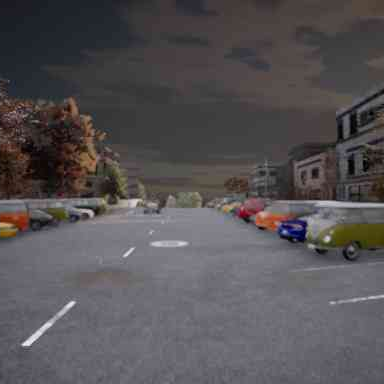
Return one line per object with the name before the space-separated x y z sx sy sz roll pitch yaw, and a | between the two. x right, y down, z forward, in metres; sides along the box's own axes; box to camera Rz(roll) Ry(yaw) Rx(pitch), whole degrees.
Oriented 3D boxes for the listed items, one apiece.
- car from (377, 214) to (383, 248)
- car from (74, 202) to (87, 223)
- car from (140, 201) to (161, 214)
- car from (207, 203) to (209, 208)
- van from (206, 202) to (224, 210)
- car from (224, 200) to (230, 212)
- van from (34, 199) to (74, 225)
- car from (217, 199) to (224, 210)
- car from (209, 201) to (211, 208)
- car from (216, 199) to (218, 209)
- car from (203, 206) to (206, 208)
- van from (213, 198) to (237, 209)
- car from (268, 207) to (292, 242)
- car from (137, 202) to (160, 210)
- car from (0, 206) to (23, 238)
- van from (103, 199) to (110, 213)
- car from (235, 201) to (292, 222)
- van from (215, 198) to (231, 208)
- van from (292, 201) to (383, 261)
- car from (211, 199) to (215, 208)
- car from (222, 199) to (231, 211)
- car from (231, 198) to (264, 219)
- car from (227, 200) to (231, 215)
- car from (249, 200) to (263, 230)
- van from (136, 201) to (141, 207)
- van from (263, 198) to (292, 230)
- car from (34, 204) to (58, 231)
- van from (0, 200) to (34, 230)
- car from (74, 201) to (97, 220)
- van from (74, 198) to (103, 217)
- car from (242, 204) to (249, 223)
car | 6.454 1.431 6.747 4.553 1.767 2.185 1 0 -20
car | -11.377 1.838 27.376 4.674 1.452 2.002 -1 -1 -20
car | -4.968 2.054 42.253 1.812 1.442 4.674 0 -1 0
car | 6.540 2.735 71.304 5.366 1.575 1.946 2 -3 -20
van | 6.275 4.008 91.749 4.442 1.987 1.878 3 -6 -21
car | 6.413 1.951 36.064 4.792 1.488 2.163 1 -1 -20
van | -11.273 1.533 24.479 4.442 1.987 1.878 -1 -1 -20
car | 6.628 2.054 44.930 5.366 1.575 1.946 1 -1 -20
car | 6.418 1.981 56.599 5.566 2.045 2.435 1 -1 -20
car | 6.480 2.128 47.812 4.792 1.488 2.163 1 -1 -20
car | 6.204 4.016 88.760 4.674 1.452 2.002 3 -5 -21
van | 6.515 2.250 65.441 4.442 1.987 1.878 2 -3 -20
car | 6.423 1.652 15.540 5.008 1.535 2.097 1 -1 -20
car | -11.588 3.694 88.048 5.566 2.045 2.435 1 -5 -21
car | -11.211 1.646 15.664 5.366 1.575 1.946 -1 -1 -20
van | -11.262 1.696 36.254 4.442 1.987 1.878 0 -1 -20
car | 6.476 1.712 30.209 4.553 1.767 2.185 1 -1 -20
van | 6.345 1.914 50.693 4.442 1.987 1.878 1 -1 -20
van | 6.322 1.391 12.564 4.442 1.987 1.878 1 0 -20
car | 6.273 2.180 53.604 5.366 1.575 1.946 1 -1 -20
car | 6.622 1.966 39.069 5.366 1.575 1.946 1 -1 -20
car | 6.468 1.548 27.288 5.566 2.045 2.435 1 -1 -20
car | 6.436 1.881 33.139 4.892 1.521 2.231 1 -1 -20
car | 6.406 1.596 21.400 4.553 1.767 2.185 1 -1 -20
van | -11.430 3.228 82.103 4.442 1.987 1.878 1 -4 -21
van | 6.542 1.463 18.519 4.442 1.987 1.878 1 -1 -20
car | -11.376 1.761 21.483 4.674 1.452 2.002 -1 0 -20
van | -11.494 1.461 18.503 4.442 1.987 1.878 -1 0 -20
car | -11.378 1.878 30.321 4.674 1.452 2.002 -1 -1 -20
van | -11.481 1.655 33.221 4.442 1.987 1.878 0 -1 -20
car | 6.438 1.800 24.336 4.674 1.452 2.002 1 -1 -20
